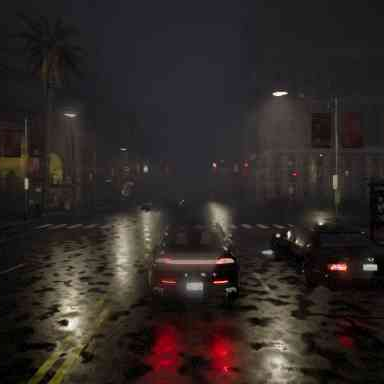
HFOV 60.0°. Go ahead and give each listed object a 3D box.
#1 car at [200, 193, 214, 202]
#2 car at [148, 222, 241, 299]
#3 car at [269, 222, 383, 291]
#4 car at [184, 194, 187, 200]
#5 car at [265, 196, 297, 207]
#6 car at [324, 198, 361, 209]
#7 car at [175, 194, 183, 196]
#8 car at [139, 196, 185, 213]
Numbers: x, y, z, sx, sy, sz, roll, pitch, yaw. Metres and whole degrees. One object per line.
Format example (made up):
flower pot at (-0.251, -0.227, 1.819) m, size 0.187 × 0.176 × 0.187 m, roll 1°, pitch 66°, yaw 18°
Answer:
car at (3.511, 1.478, 76.620) m, size 1.882 × 1.535 × 5.008 m, roll 0°, pitch 0°, yaw 0°
car at (0.060, 1.492, 8.425) m, size 2.128 × 1.511 × 4.902 m, roll 0°, pitch 0°, yaw 0°
car at (3.563, 1.547, 9.127) m, size 2.033 × 1.411 × 5.357 m, roll 0°, pitch 0°, yaw 0°
car at (-2.713, 1.355, 91.427) m, size 2.097 × 1.767 × 4.553 m, roll 0°, pitch 0°, yaw 10°
car at (13.019, 1.351, 49.025) m, size 4.553 × 1.767 × 2.097 m, roll 0°, pitch 0°, yaw 12°
car at (20.216, 1.526, 44.759) m, size 4.674 × 1.442 × 1.812 m, roll 0°, pitch 0°, yaw 0°
car at (-3.492, 1.595, 71.623) m, size 1.895 × 1.301 × 4.718 m, roll 0°, pitch 0°, yaw 0°
car at (-3.475, 1.547, 37.479) m, size 2.033 × 1.411 × 5.357 m, roll 0°, pitch 0°, yaw 36°
